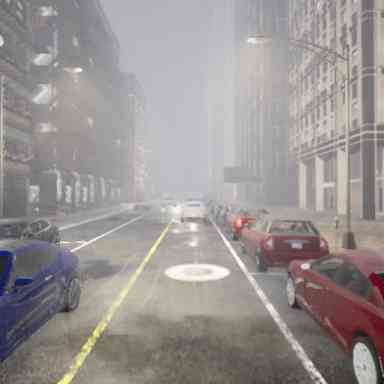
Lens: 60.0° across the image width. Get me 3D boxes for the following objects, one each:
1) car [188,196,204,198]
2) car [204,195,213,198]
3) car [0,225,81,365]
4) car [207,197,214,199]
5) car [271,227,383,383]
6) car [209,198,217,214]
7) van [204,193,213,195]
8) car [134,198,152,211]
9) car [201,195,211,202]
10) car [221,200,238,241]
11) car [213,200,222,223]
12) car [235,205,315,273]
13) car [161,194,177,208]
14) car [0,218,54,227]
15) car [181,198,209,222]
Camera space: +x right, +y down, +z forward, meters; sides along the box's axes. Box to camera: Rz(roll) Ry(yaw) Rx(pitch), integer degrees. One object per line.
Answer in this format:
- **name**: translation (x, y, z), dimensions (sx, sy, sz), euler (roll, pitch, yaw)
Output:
- **car**: translation (0.128, 1.352, 42.760), dimensions (2.163, 1.488, 4.792), euler (0, 0, 0)
- **car**: translation (2.730, 1.424, 44.444), dimensions (1.802, 1.307, 4.206), euler (1, 0, 0)
- **car**: translation (-3.098, 1.508, 4.906), dimensions (1.812, 1.442, 4.674), euler (0, 0, 0)
- **car**: translation (2.723, 1.465, 33.141), dimensions (1.802, 1.307, 4.206), euler (1, 0, 0)
- **car**: translation (2.705, 1.527, 4.885), dimensions (1.887, 1.381, 4.507), euler (1, 0, 0)
- **car**: translation (2.720, 1.454, 27.491), dimensions (2.008, 1.369, 4.403), euler (1, 0, 0)
- **van**: translation (2.742, 1.142, 55.746), dimensions (1.690, 1.788, 3.998), euler (1, 0, 0)
- **car**: translation (-5.653, 1.390, 38.631), dimensions (1.752, 1.417, 4.829), euler (1, 0, 0)
- **car**: translation (2.745, 1.342, 67.048), dimensions (1.802, 1.307, 4.206), euler (1, 0, 0)
- **car**: translation (2.714, 1.383, 16.188), dimensions (1.967, 1.590, 4.097), euler (1, 0, 0)
- **car**: translation (2.716, 1.474, 21.840), dimensions (2.008, 1.369, 4.403), euler (1, 0, 0)
- **car**: translation (2.711, 1.403, 10.537), dimensions (1.967, 1.590, 4.097), euler (1, 0, 0)
- **car**: translation (-3.059, 1.366, 45.210), dimensions (1.812, 1.442, 4.674), euler (0, 0, 0)
- **car**: translation (-5.672, 1.529, 10.545), dimensions (1.947, 1.339, 4.313), euler (1, 0, 0)
- **car**: translation (0.116, 1.436, 25.516), dimensions (1.812, 1.442, 4.674), euler (0, 0, 0)
